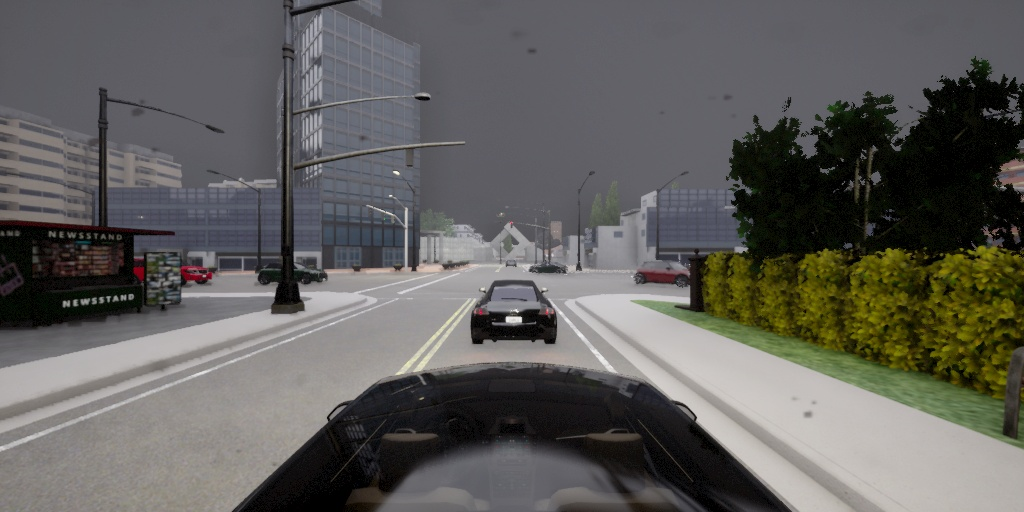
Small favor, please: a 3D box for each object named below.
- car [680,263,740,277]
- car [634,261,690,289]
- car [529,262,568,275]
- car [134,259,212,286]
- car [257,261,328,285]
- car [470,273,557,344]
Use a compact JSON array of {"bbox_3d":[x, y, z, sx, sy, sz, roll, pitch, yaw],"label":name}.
[{"bbox_3d":[19.155,1.329,34.813,4.718,1.301,1.895,0,0,-1],"label":"car"},{"bbox_3d":[10.426,1.109,23.559,2.097,1.767,4.553,0,0,-34],"label":"car"},{"bbox_3d":[4.026,1.341,39.589,4.181,1.385,1.994,0,0,19],"label":"car"},{"bbox_3d":[-26.014,1.206,27.064,5.566,2.045,2.150,-1,0,-1],"label":"car"},{"bbox_3d":[-16.497,1.226,27.182,4.553,1.767,2.097,-1,0,-1],"label":"car"},{"bbox_3d":[0.044,1.319,9.598,1.994,1.385,4.181,0,0,0],"label":"car"}]
